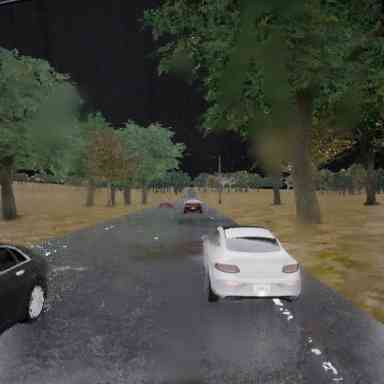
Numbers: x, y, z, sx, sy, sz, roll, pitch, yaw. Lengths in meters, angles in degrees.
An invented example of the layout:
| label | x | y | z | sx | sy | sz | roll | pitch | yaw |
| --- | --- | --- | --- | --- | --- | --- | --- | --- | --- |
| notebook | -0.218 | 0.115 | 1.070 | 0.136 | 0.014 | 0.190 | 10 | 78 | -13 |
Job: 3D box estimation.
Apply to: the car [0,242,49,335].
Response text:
| label | x | y | z | sx | sy | sz | roll | pitch | yaw |
| --- | --- | --- | --- | --- | --- | --- | --- | --- | --- |
| car | -3.596 | 1.506 | 4.374 | 1.837 | 1.490 | 4.892 | 0 | 0 | 0 |

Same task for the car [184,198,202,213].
| label | x | y | z | sx | sy | sz | roll | pitch | yaw |
| --- | --- | --- | --- | --- | --- | --- | --- | --- | --- |
| car | 0.114 | 1.507 | 36.750 | 1.882 | 1.535 | 5.008 | 0 | 0 | 0 |

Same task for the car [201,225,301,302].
| label | x | y | z | sx | sy | sz | roll | pitch | yaw |
| --- | --- | --- | --- | --- | --- | --- | --- | --- | --- |
| car | 1.232 | 1.530 | 8.149 | 1.812 | 1.442 | 4.674 | 0 | 0 | 0 |

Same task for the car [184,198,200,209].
| label | x | y | z | sx | sy | sz | roll | pitch | yaw |
| --- | --- | --- | --- | --- | --- | --- | --- | --- | --- |
| car | 0.041 | 1.588 | 46.813 | 2.128 | 1.511 | 4.902 | 0 | -1 | 0 |

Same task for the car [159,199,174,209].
| label | x | y | z | sx | sy | sz | roll | pitch | yaw |
| --- | --- | --- | --- | --- | --- | --- | --- | --- | --- |
| car | -3.461 | 1.684 | 45.697 | 1.895 | 1.301 | 4.718 | 0 | -1 | 0 |
